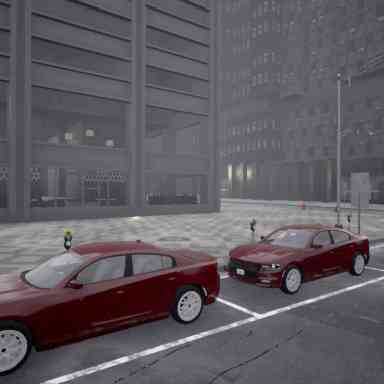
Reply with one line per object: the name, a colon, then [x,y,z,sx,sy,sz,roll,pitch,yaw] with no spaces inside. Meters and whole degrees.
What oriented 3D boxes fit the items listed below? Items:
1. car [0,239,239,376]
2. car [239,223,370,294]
car: [-1.573,1.545,5.548,4.507,1.381,1.887,0,0,-36]
car: [2.914,1.546,8.772,4.507,1.381,1.887,0,0,-36]
